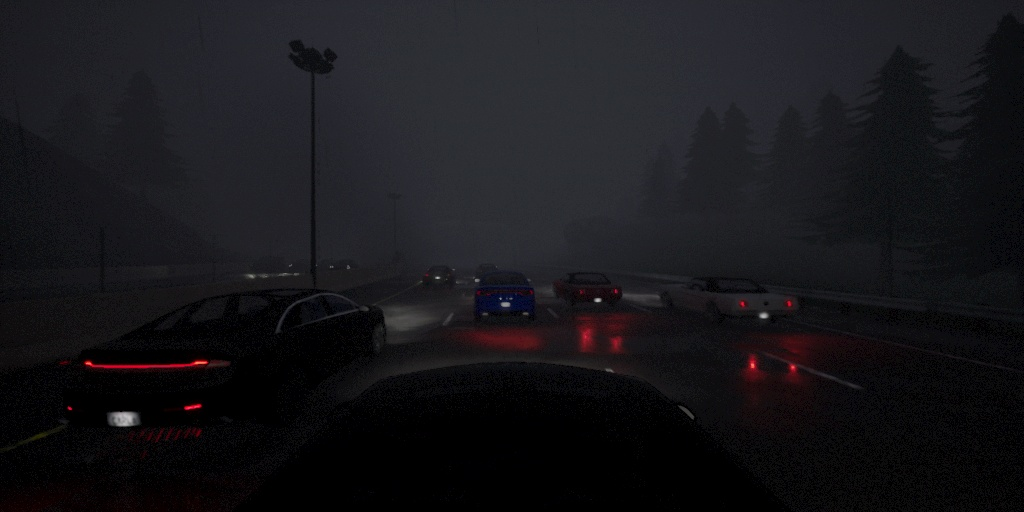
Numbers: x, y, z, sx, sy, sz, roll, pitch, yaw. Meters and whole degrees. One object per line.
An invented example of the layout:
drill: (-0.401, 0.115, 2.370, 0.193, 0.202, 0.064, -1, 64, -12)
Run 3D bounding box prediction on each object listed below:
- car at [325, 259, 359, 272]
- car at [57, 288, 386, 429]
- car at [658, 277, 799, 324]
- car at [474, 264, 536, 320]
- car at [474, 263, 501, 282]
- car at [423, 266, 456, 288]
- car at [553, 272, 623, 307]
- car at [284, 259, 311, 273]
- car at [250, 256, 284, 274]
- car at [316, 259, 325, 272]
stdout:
car: (-17.791, 1.140, 38.170, 2.097, 1.767, 4.553, 0, 0, -11)
car: (-3.533, 1.249, 5.648, 2.128, 1.511, 4.902, 0, 0, -1)
car: (6.748, 1.337, 11.971, 1.895, 1.301, 4.718, 0, 0, -3)
car: (-0.310, 1.229, 12.671, 1.882, 1.535, 5.008, 0, 0, -3)
car: (-2.129, 1.320, 30.505, 1.994, 1.385, 4.181, 0, 0, -8)
car: (-4.838, 1.325, 24.238, 1.994, 1.385, 4.181, 0, 0, -7)
car: (3.025, 1.345, 15.472, 1.895, 1.301, 4.718, 0, 0, -4)
car: (-26.377, 1.156, 45.240, 2.097, 1.767, 4.553, 0, 0, -14)
car: (-29.654, 1.039, 43.865, 2.150, 2.045, 5.566, 0, 0, -13)
car: (-22.548, 1.150, 44.084, 2.097, 1.767, 4.553, 0, 0, -13)
